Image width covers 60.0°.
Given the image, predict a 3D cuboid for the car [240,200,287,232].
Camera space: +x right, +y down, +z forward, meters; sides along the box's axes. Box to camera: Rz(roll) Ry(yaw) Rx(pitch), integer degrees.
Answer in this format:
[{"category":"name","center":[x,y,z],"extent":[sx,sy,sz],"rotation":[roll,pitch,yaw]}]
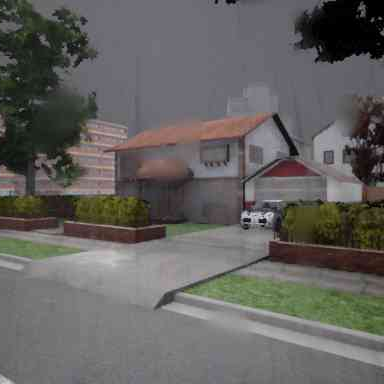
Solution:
[{"category":"car","center":[4.085,1.168,17.390],"extent":[1.970,1.475,3.806],"rotation":[0,0,36]}]
